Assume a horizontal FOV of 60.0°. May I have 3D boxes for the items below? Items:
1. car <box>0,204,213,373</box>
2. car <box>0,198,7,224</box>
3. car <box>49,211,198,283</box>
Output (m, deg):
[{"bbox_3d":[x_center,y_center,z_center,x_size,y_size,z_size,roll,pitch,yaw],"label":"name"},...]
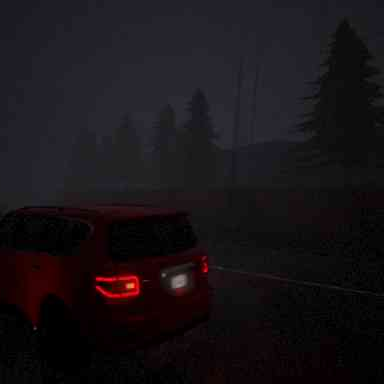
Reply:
[{"bbox_3d":[-2.245,1.235,5.935,5.566,2.045,2.150,0,0,39],"label":"car"},{"bbox_3d":[-15.425,1.397,25.033,2.097,1.767,4.553,0,0,-36],"label":"car"},{"bbox_3d":[-2.375,1.518,10.696,4.902,1.511,2.128,0,0,41],"label":"car"}]
